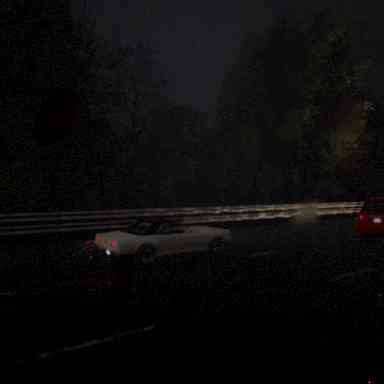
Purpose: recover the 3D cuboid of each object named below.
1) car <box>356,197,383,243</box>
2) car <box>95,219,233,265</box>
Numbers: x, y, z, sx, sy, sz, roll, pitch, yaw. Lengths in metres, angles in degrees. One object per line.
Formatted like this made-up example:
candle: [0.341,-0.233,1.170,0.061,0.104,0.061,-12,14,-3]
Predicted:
car: [9.615,1.227,14.895,5.566,2.045,2.150,0,0,-35]
car: [-0.817,1.603,11.757,4.718,1.301,1.895,0,0,-35]
